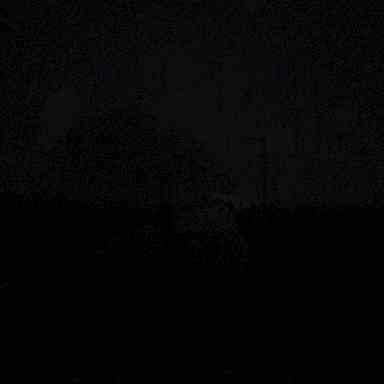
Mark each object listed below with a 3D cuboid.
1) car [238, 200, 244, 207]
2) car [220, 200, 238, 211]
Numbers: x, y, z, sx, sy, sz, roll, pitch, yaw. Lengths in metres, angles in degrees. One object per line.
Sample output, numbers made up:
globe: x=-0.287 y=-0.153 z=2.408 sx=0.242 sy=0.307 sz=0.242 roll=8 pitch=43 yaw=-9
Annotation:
car: x=9.521 y=2.265 z=67.644 sx=2.033 sy=1.411 sz=5.357 roll=0 pitch=0 yaw=13
car: x=5.301 y=2.035 z=49.210 sx=1.837 sy=1.490 sz=4.892 roll=0 pitch=-1 yaw=11
